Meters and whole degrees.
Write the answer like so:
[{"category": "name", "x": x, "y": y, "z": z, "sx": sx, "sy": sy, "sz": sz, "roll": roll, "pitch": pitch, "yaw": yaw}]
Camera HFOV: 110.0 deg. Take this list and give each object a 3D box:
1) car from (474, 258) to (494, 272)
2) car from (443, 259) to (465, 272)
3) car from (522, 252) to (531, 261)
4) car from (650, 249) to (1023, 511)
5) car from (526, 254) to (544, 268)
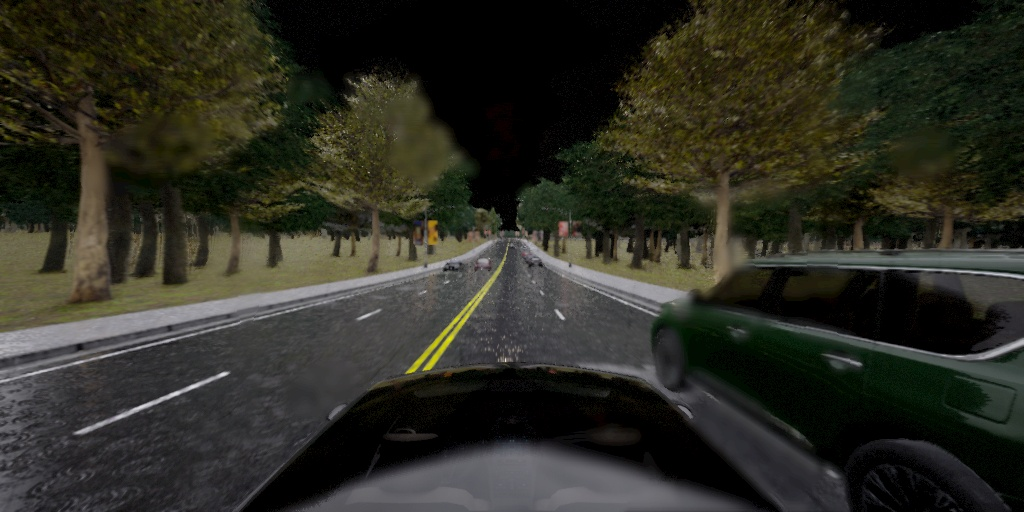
[{"category": "car", "x": -3.311, "y": 1.020, "z": 42.080, "sx": 1.812, "sy": 1.442, "sz": 4.674, "roll": 0, "pitch": 1, "yaw": 0}, {"category": "car", "x": -6.563, "y": 1.083, "z": 40.942, "sx": 1.994, "sy": 1.385, "sz": 4.181, "roll": 0, "pitch": 1, "yaw": 0}, {"category": "car", "x": 3.256, "y": 0.492, "z": 60.755, "sx": 2.033, "sy": 1.411, "sz": 5.357, "roll": 0, "pitch": 2, "yaw": 0}, {"category": "car", "x": 3.350, "y": 0.972, "z": 3.566, "sx": 2.150, "sy": 2.045, "sz": 5.566, "roll": 0, "pitch": 0, "yaw": 0}, {"category": "car", "x": 3.255, "y": 0.827, "z": 49.763, "sx": 1.812, "sy": 1.442, "sz": 4.674, "roll": 0, "pitch": 2, "yaw": 0}]
